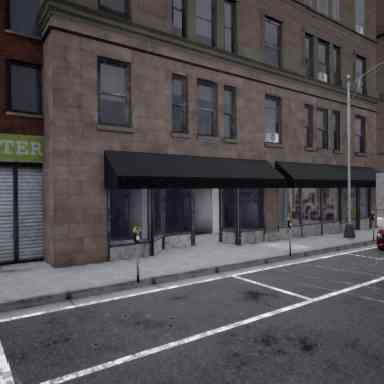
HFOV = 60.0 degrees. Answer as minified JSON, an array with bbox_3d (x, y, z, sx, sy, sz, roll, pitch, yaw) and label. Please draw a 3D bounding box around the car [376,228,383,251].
[{"bbox_3d":[8.866,1.540,12.865,4.507,1.381,1.887,0,-1,-35],"label":"car"}]
